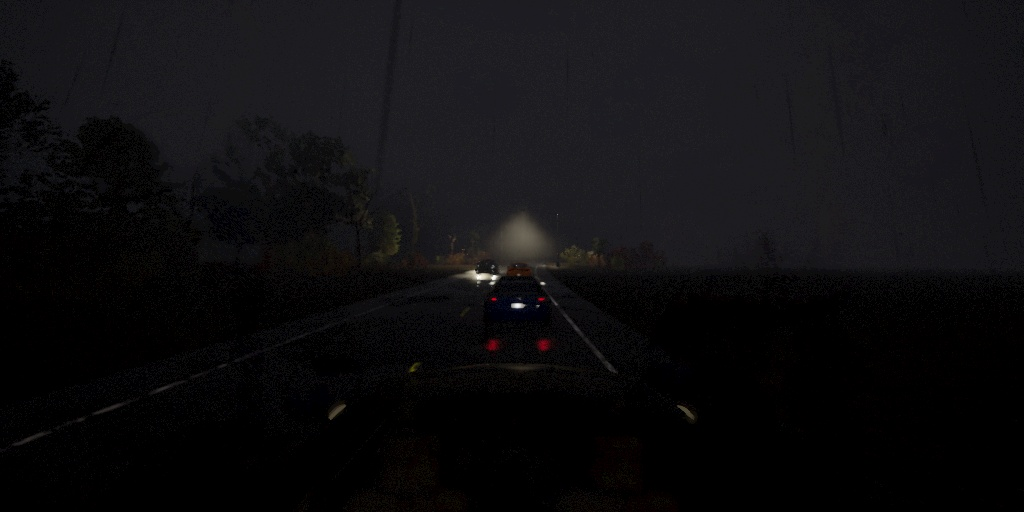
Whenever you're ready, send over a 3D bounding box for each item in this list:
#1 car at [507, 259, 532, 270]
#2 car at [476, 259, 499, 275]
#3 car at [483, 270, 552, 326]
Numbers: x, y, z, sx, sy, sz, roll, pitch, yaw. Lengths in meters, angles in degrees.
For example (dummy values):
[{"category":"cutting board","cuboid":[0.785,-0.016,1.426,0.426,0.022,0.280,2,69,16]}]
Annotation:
[{"category":"car","cuboid":[0.581,1.244,28.808,1.882,1.535,5.008,0,0,2]},{"category":"car","cuboid":[-2.664,1.120,39.155,2.097,1.767,4.553,0,0,3]},{"category":"car","cuboid":[0.173,1.321,11.734,1.994,1.385,4.181,0,0,1]}]
